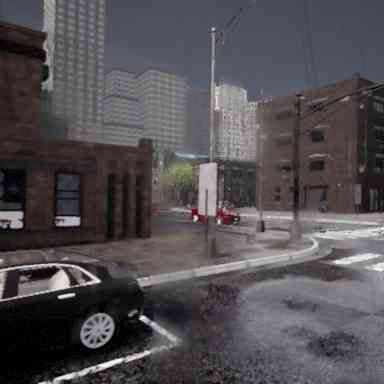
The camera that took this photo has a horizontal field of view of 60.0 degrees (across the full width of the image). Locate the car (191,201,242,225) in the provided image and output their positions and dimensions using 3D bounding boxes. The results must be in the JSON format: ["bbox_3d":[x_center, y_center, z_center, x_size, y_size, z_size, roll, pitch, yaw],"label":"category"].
[{"bbox_3d":[1.721,1.617,24.504,1.887,1.381,4.507,1,-1,-35],"label":"car"}]

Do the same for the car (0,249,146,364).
[{"bbox_3d":[-2.787,1.551,4.555,4.403,1.369,2.008,0,1,-35],"label":"car"}]

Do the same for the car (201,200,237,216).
[{"bbox_3d":[3.010,1.763,37.733,1.967,1.590,4.097,1,-1,-35],"label":"car"}]

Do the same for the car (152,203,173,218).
[{"bbox_3d":[-3.439,1.732,31.880,1.802,1.307,4.206,1,-1,-35],"label":"car"}]
